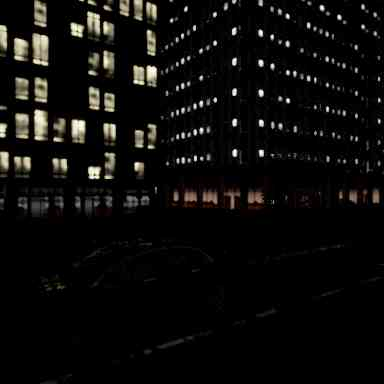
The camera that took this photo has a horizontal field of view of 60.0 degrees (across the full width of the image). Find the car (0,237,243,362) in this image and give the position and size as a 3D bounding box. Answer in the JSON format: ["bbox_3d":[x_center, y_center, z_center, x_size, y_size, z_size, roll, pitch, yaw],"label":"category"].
[{"bbox_3d":[-1.067,1.535,5.800,4.403,1.369,2.008,0,0,-35],"label":"car"}]
